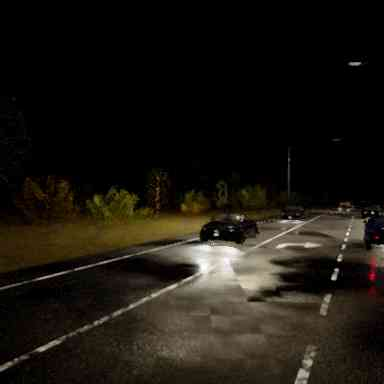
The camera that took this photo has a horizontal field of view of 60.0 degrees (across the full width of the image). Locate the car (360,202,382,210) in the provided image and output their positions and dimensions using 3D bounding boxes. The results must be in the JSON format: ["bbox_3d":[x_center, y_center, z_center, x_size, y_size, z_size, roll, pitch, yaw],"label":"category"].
[{"bbox_3d":[18.718,2.099,34.600,2.033,1.411,5.357,0,-1,27],"label":"car"}]

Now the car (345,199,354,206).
[{"bbox_3d":[40.366,2.577,85.257,2.097,1.767,4.553,0,-1,27],"label":"car"}]

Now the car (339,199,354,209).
[{"bbox_3d":[30.466,2.445,66.030,1.882,1.535,5.008,0,-1,31],"label":"car"}]

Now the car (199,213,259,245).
[{"bbox_3d":[1.997,1.785,17.008,1.994,1.385,4.181,0,-1,27],"label":"car"}]

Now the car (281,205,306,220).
[{"bbox_3d":[10.298,2.024,33.424,2.033,1.411,5.357,0,-1,26],"label":"car"}]

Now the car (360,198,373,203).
[{"bbox_3d":[40.333,2.372,77.424,2.150,2.045,5.566,0,-1,27],"label":"car"}]

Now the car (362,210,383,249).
[{"bbox_3d":[8.971,1.780,15.292,1.812,1.442,4.674,0,-1,27],"label":"car"}]
